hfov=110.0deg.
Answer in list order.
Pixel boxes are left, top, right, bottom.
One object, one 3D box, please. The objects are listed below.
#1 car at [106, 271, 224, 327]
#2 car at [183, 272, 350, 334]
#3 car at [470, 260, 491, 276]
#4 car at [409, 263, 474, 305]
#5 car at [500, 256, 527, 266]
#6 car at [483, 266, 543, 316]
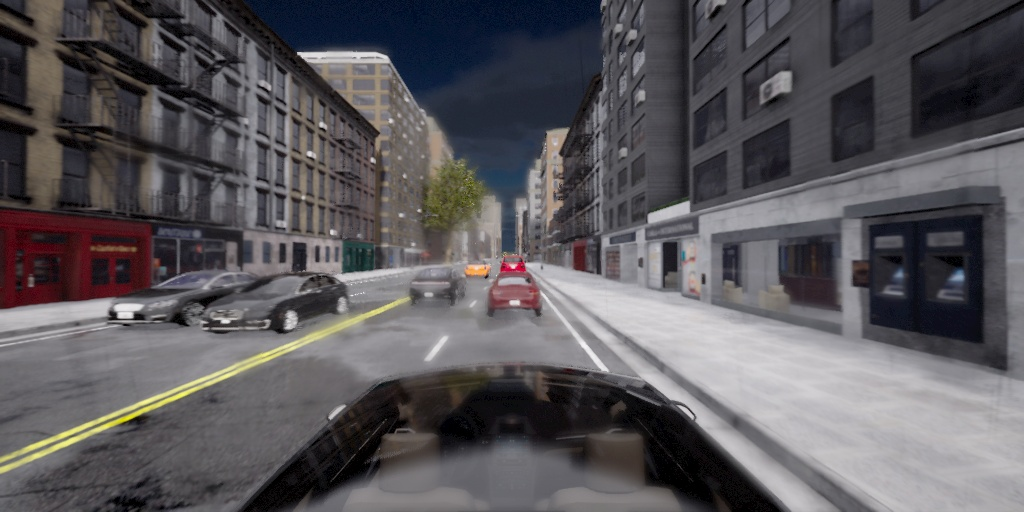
[{"bbox_3d":[-9.851,1.248,11.588,2.128,1.511,4.902,0,0,0],"label":"car"},{"bbox_3d":[-6.601,1.261,10.693,1.837,1.490,4.892,0,0,0],"label":"car"},{"bbox_3d":[-3.153,1.140,34.011,2.097,1.767,4.553,0,0,0],"label":"car"},{"bbox_3d":[-3.152,1.253,16.017,2.128,1.511,4.902,0,0,0],"label":"car"},{"bbox_3d":[0.096,1.005,31.447,2.150,2.045,5.566,0,0,0],"label":"car"},{"bbox_3d":[0.099,1.285,13.351,1.812,1.442,4.674,0,0,0],"label":"car"}]
